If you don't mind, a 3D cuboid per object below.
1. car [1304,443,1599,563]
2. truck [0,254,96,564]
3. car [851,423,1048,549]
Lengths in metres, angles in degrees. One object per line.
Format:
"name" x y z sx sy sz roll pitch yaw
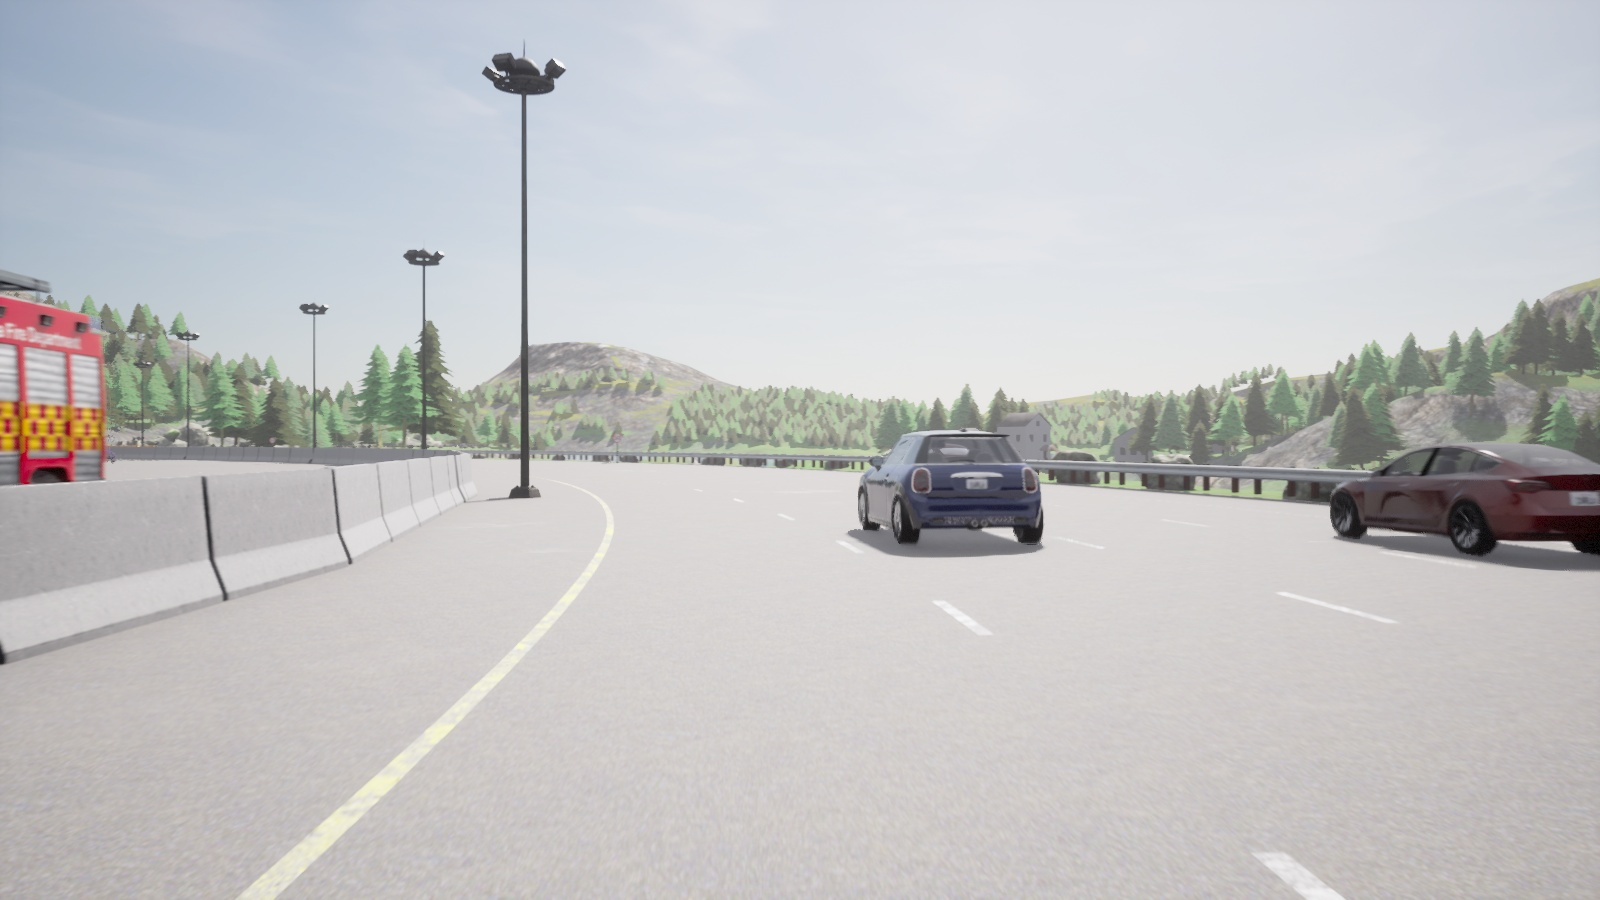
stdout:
"car" 9.500 0.648 18.058 2.163 1.488 4.792 0 0 -6
"truck" -11.141 -0.500 13.719 2.891 3.827 8.468 0 0 -6
"car" 2.219 0.493 19.989 2.097 1.767 4.553 0 0 -7
